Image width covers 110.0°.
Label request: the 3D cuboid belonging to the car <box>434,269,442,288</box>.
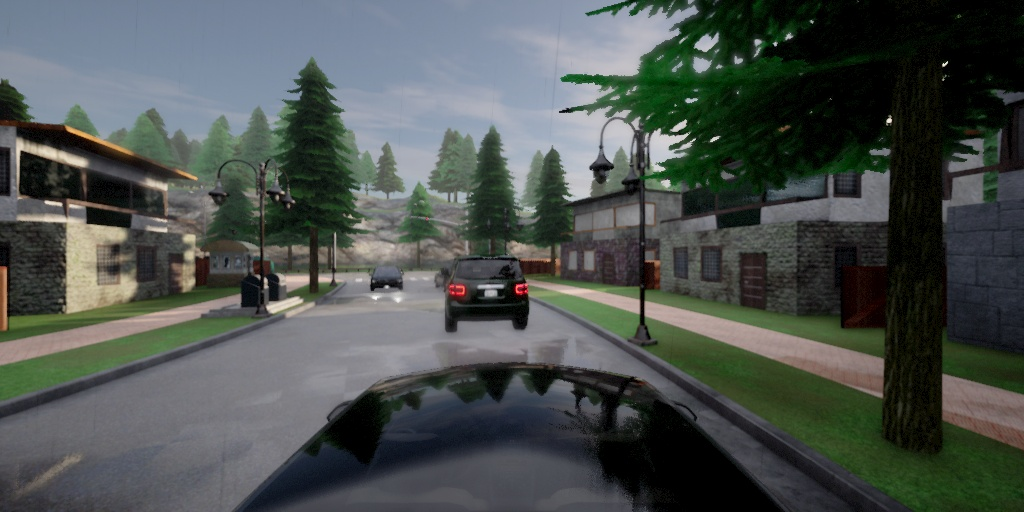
[{"bbox_3d":[-3.379,1.297,21.281,2.033,1.411,5.357,0,0,-21],"label":"car"}]

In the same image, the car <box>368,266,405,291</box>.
[{"bbox_3d":[-7.682,1.297,22.035,2.033,1.411,5.357,0,0,-19],"label":"car"}]

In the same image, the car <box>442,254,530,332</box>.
[{"bbox_3d":[-0.966,0.971,11.084,2.150,2.045,5.566,0,0,-10],"label":"car"}]
